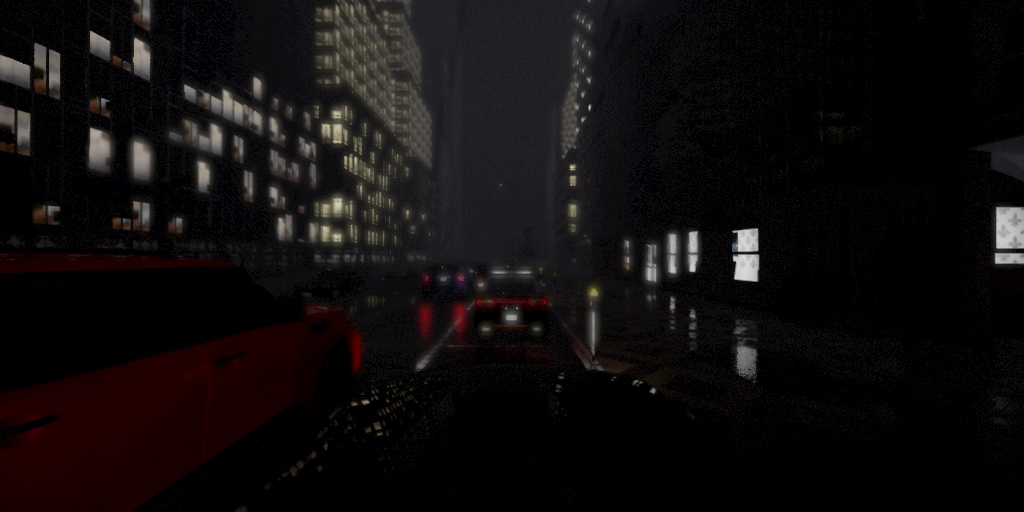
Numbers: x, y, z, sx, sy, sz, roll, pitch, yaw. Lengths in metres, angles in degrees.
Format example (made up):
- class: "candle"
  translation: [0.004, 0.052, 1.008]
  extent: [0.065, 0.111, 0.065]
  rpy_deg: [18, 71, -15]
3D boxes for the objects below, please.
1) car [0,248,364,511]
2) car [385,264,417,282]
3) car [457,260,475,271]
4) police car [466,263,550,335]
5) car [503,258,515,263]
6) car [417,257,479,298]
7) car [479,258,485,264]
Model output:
- class: "car"
  translation: [-3.146, 0.974, 2.564]
  extent: [2.150, 2.045, 5.566]
  rpy_deg: [0, 0, 0]
- class: "car"
  translation: [-8.835, 1.325, 29.033]
  extent: [1.802, 1.307, 4.207]
  rpy_deg: [0, 0, 0]
- class: "car"
  translation: [-6.172, 1.256, 48.283]
  extent: [1.812, 1.442, 4.674]
  rpy_deg: [0, 0, 1]
- class: "police car"
  translation: [-0.012, 1.174, 10.609]
  extent: [1.930, 1.638, 5.238]
  rpy_deg: [0, 0, 0]
- class: "car"
  translation: [-0.455, 1.298, 46.099]
  extent: [1.948, 1.339, 4.313]
  rpy_deg: [0, 0, 0]
- class: "car"
  translation: [-3.123, 1.098, 18.549]
  extent: [2.097, 1.767, 4.553]
  rpy_deg: [0, 0, 0]
- class: "car"
  translation: [-3.123, 1.233, 33.629]
  extent: [2.128, 1.511, 4.902]
  rpy_deg: [0, 0, 0]
